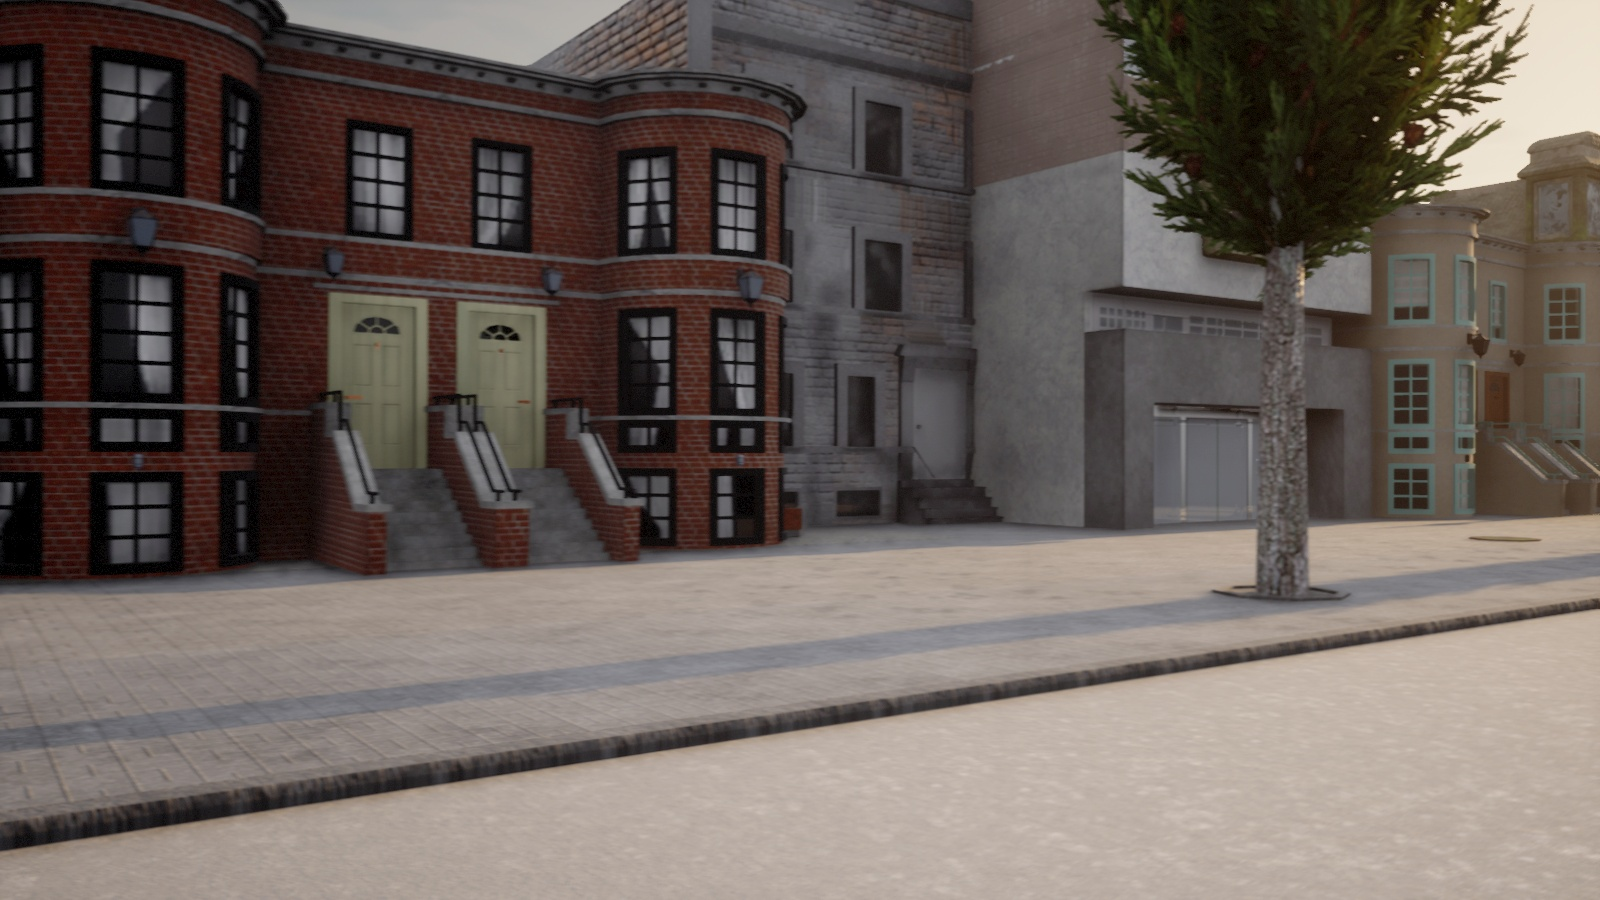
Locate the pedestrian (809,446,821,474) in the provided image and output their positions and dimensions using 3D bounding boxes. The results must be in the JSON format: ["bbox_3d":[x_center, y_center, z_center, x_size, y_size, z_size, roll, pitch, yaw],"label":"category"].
[{"bbox_3d":[0.979,0.645,81.515,0.328,1.805,0.869,0,0,-36],"label":"pedestrian"}]
